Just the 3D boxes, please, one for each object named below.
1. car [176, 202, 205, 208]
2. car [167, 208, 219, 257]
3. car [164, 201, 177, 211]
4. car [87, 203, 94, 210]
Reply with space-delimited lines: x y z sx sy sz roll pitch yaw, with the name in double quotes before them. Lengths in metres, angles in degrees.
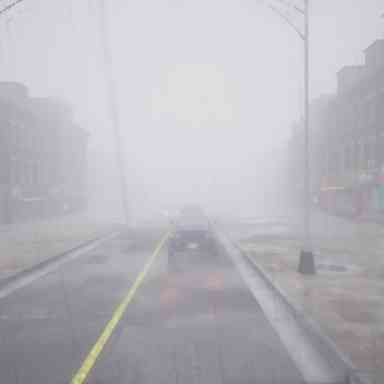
"car" 0.052 1.675 27.529 2.128 1.511 4.902 0 -1 1
"car" 0.050 1.604 13.230 1.812 1.442 4.674 0 0 0
"car" -2.787 1.970 47.443 1.812 1.442 4.674 0 -1 1
"car" -20.362 2.679 61.607 4.403 1.369 2.008 -1 1 0
